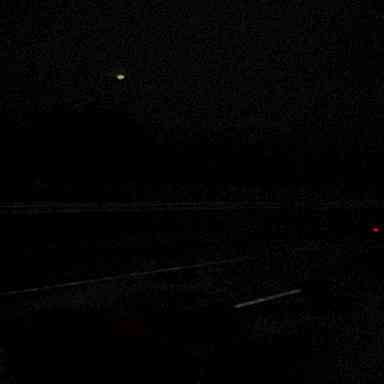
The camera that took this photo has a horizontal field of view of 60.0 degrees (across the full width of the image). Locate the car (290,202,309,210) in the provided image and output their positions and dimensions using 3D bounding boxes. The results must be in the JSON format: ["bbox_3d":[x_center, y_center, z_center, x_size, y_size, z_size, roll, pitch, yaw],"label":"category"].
[{"bbox_3d":[13.815,1.917,39.002,5.357,1.411,2.033,1,0,-34],"label":"car"}]

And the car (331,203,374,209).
[{"bbox_3d":[15.946,1.822,31.996,5.008,1.535,1.882,1,-1,-34],"label":"car"}]

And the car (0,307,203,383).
[{"bbox_3d":[-2.190,1.595,2.177,4.718,1.301,1.895,1,0,-35],"label":"car"}]

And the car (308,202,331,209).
[{"bbox_3d":[15.013,1.960,35.590,4.718,1.301,1.895,1,0,-34],"label":"car"}]

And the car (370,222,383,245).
[{"bbox_3d":[10.264,1.717,15.187,5.357,1.411,2.033,1,0,-35],"label":"car"}]
